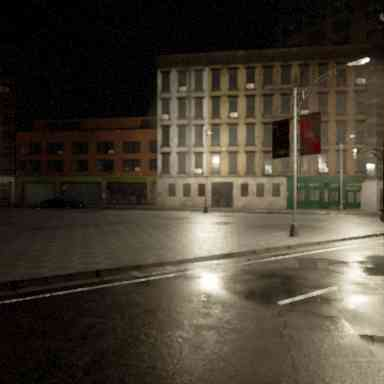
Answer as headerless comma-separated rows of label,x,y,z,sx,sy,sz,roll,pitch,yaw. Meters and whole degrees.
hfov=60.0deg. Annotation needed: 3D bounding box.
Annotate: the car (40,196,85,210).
car,-13.184,1.129,33.922,4.181,1.385,1.994,1,0,8
